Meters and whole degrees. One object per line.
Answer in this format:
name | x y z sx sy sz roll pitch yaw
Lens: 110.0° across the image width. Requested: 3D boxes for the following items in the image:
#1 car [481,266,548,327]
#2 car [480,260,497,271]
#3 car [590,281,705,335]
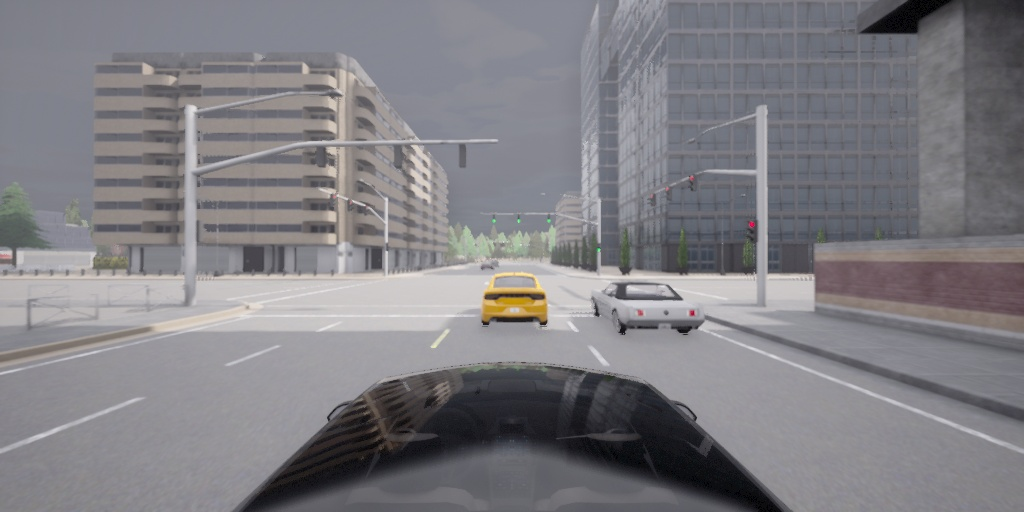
car | 0.073 1.271 11.824 1.882 1.535 5.008 0 0 0
car | -3.815 1.505 55.378 1.812 1.442 4.674 0 0 1
car | 3.651 1.390 10.692 1.895 1.301 4.718 0 0 1
